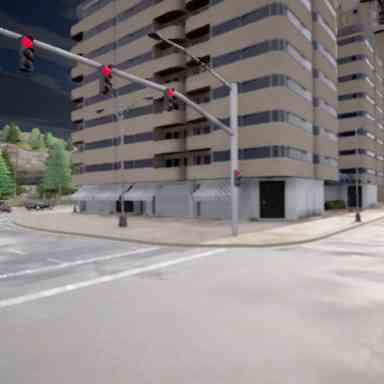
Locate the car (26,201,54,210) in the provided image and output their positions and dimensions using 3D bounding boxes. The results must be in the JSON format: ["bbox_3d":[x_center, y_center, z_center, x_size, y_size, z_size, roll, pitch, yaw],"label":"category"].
[{"bbox_3d":[-24.284,2.126,53.275,2.128,1.511,4.902,-1,-1,17],"label":"car"}]

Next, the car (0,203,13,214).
[{"bbox_3d":[-25.174,2.123,43.344,1.994,1.385,4.181,-1,0,-1],"label":"car"}]
